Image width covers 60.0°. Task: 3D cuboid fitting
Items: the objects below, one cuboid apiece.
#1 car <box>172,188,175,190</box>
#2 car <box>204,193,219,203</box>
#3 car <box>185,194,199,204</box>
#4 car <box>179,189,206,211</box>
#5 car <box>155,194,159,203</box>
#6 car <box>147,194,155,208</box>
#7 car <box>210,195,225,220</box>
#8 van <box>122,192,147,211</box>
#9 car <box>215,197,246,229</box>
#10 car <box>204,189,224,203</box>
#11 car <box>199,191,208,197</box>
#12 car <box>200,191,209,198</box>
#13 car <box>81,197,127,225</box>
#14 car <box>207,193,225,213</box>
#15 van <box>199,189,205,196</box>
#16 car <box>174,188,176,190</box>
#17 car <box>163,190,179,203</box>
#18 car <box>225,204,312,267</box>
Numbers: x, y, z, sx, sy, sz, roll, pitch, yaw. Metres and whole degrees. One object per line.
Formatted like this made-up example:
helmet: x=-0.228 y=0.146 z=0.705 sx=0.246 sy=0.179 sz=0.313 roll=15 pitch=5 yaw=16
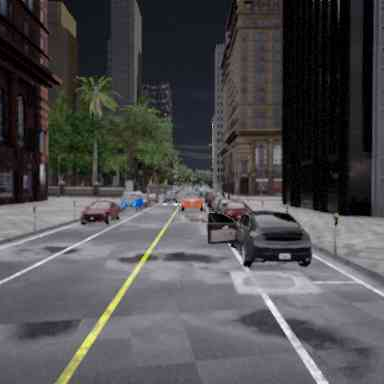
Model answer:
car: x=-5.770 y=0.421 z=80.417 sx=2.008 sy=1.369 sz=4.403 roll=0 pitch=1 yaw=0
car: x=2.757 y=0.890 z=48.544 sx=1.947 sy=1.339 sz=4.313 roll=0 pitch=1 yaw=0
car: x=0.047 y=0.947 z=46.994 sx=1.895 sy=1.301 sz=4.718 roll=0 pitch=1 yaw=0
car: x=0.039 y=0.885 z=33.603 sx=2.097 sy=1.767 sz=4.553 roll=0 pitch=1 yaw=1
car: x=-5.769 y=0.907 z=48.561 sx=1.802 sy=1.307 sz=4.206 roll=0 pitch=1 yaw=0
car: x=-5.769 y=0.916 z=37.708 sx=1.967 sy=1.590 sz=4.097 roll=0 pitch=1 yaw=0
car: x=2.758 y=1.176 z=26.844 sx=2.008 sy=1.369 sz=4.403 roll=0 pitch=1 yaw=0
van: x=-5.769 y=0.892 z=32.281 sx=1.690 sy=1.788 sz=3.998 roll=0 pitch=1 yaw=0
car: x=2.757 y=1.244 z=21.420 sx=1.887 sy=1.381 sz=4.507 roll=0 pitch=1 yaw=0
car: x=2.756 y=0.791 z=37.690 sx=2.192 sy=1.841 sz=5.009 roll=0 pitch=1 yaw=0
car: x=2.756 y=0.436 z=80.397 sx=1.947 sy=1.339 sz=4.313 roll=0 pitch=1 yaw=0
car: x=2.756 y=0.514 z=74.978 sx=1.947 sy=1.339 sz=4.313 roll=0 pitch=1 yaw=0
car: x=-5.767 y=1.244 z=21.432 sx=1.887 sy=1.381 sz=4.507 roll=0 pitch=1 yaw=0
car: x=2.757 y=1.074 z=32.439 sx=1.752 sy=1.417 sz=4.829 roll=0 pitch=1 yaw=0
van: x=2.754 y=0.054 z=91.234 sx=1.690 sy=1.788 sz=3.998 roll=0 pitch=1 yaw=0
car: x=-5.770 y=0.232 z=85.834 sx=1.967 sy=1.590 sz=4.097 roll=0 pitch=1 yaw=0
car: x=-3.017 y=0.839 z=48.109 sx=1.837 sy=1.490 sz=4.892 roll=0 pitch=0 yaw=0
car: x=2.354 y=1.350 z=10.845 sx=1.837 sy=1.490 sz=4.892 roll=0 pitch=1 yaw=0
